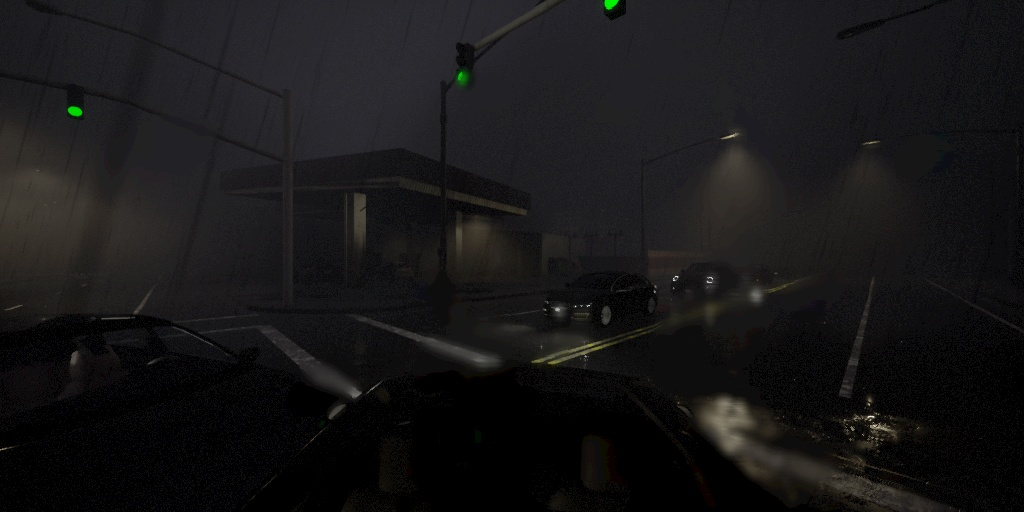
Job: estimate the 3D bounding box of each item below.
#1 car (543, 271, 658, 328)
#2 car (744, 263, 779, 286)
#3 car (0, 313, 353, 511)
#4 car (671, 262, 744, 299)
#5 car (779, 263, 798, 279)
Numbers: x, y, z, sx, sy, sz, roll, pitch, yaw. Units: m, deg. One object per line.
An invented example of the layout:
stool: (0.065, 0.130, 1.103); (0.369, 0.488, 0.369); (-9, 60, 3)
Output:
car: (3.018, 1.255, 11.590); (4.892, 1.490, 1.837); (0, 0, -45)
car: (16.947, 1.314, 25.181); (1.994, 1.385, 4.181); (0, 0, 45)
car: (-3.390, 1.242, 2.647); (4.902, 1.511, 2.128); (0, 0, 16)
car: (9.938, 1.102, 18.353); (4.553, 1.767, 2.097); (0, 0, -44)
car: (24.163, 1.314, 32.149); (4.181, 1.385, 1.994); (0, 0, -44)
